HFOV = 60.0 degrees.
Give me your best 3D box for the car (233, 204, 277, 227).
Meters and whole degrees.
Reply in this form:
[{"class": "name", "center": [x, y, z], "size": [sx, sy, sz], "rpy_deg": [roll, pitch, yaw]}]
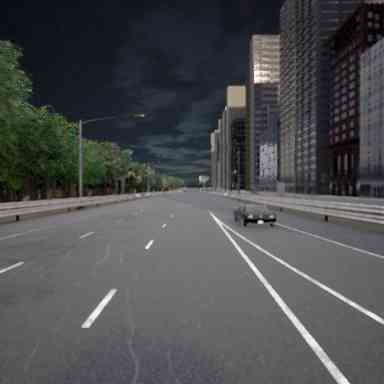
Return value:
[{"class": "car", "center": [3.821, 1.420, 21.126], "size": [1.895, 1.301, 4.718], "rpy_deg": [0, 0, -2]}]
